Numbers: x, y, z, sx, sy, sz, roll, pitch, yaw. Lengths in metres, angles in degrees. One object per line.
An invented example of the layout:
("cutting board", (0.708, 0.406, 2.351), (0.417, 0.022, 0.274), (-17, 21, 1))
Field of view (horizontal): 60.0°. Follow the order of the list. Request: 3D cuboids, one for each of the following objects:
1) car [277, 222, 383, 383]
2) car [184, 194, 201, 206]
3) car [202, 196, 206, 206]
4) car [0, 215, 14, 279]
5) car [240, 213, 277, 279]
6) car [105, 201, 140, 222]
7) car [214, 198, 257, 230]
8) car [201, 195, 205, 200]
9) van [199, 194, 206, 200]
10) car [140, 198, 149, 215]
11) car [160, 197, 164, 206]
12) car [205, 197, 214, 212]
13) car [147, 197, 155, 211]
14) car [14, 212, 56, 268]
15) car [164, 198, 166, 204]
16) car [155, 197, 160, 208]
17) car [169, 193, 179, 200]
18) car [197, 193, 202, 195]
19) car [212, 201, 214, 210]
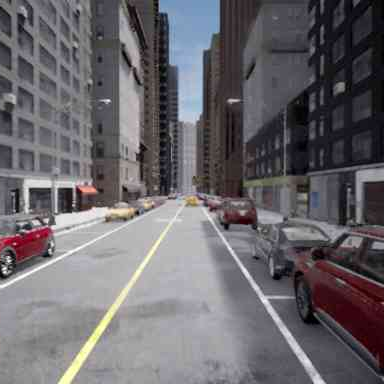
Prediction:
("car", (2.846, 1.314, 4.149), (2.192, 1.841, 5.009), (-1, 0, 0))
("car", (0.008, 1.471, 52.934), (1.882, 1.535, 5.008), (0, 0, 0))
("car", (2.855, 1.574, 49.345), (1.802, 1.307, 4.206), (-1, 0, 0))
("car", (-3.087, 1.223, 0.922), (2.150, 2.045, 5.566), (0, 0, 0))
("car", (2.850, 1.548, 9.798), (2.008, 1.369, 4.403), (-1, 0, 0))
("car", (-5.674, 1.518, 26.572), (1.752, 1.417, 4.829), (-1, 0, 0))
("car", (2.848, 1.309, 21.100), (2.192, 1.841, 5.009), (-1, 0, 0))
("car", (2.855, 1.559, 54.994), (1.947, 1.339, 4.313), (-1, 0, 0))
("van", (2.858, 1.353, 93.252), (1.690, 1.788, 3.998), (-1, 0, 0))
("car", (-5.673, 1.557, 32.391), (1.947, 1.339, 4.313), (-1, 0, 0))
("car", (-5.671, 1.574, 49.338), (1.802, 1.307, 4.206), (-1, 0, 0))
("car", (2.853, 1.536, 38.046), (1.887, 1.381, 4.507), (-1, 0, 0))
("car", (-5.673, 1.516, 37.870), (1.752, 1.417, 4.829), (-1, 0, 0))
("car", (-5.677, 1.437, 9.795), (1.967, 1.590, 4.097), (-1, 0, 0))
("car", (-5.670, 1.538, 54.987), (1.887, 1.381, 4.507), (-1, 0, 0))
("car", (-5.673, 1.431, 43.689), (1.967, 1.590, 4.097), (-1, 0, 0))
("car", (-5.668, 1.327, 93.243), (2.192, 1.841, 5.009), (-1, 0, 0))
("car", (2.859, 1.553, 87.627), (1.887, 1.381, 4.507), (-1, 0, 0))
("car", (2.852, 1.574, 26.747), (1.802, 1.307, 4.206), (-1, 0, 0))
